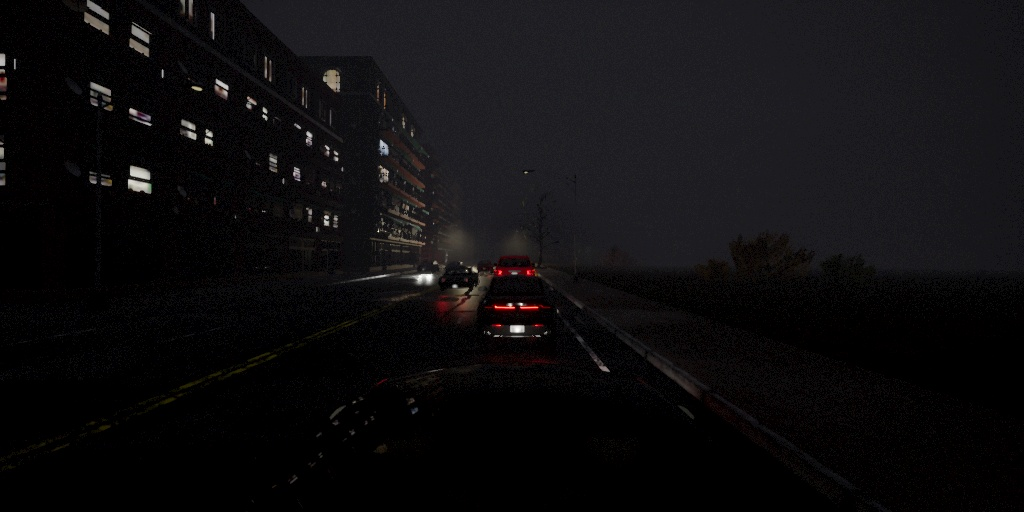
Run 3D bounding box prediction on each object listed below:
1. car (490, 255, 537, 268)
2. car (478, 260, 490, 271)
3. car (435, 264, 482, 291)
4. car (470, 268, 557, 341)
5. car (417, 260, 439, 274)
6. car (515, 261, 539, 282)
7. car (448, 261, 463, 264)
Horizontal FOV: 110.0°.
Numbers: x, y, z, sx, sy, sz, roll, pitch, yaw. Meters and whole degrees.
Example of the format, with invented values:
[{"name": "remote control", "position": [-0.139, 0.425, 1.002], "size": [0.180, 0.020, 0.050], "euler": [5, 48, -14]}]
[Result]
[{"name": "car", "position": [0.125, 0.975, 20.161], "size": [2.150, 2.045, 5.566], "euler": [0, 0, 0]}, {"name": "car", "position": [-3.095, 1.231, 42.700], "size": [1.882, 1.535, 5.008], "euler": [0, 0, 0]}, {"name": "car", "position": [-3.122, 1.354, 21.914], "size": [1.895, 1.301, 4.718], "euler": [0, 0, 0]}, {"name": "car", "position": [0.113, 1.256, 9.814], "size": [1.837, 1.490, 4.892], "euler": [0, 0, 0]}, {"name": "car", "position": [-9.795, 1.245, 42.185], "size": [2.128, 1.511, 4.902], "euler": [0, 0, 0]}, {"name": "car", "position": [1.177, 1.209, 30.568], "size": [1.801, 1.575, 5.366], "euler": [0, 0, 0]}, {"name": "car", "position": [-6.547, 1.300, 41.531], "size": [2.033, 1.411, 5.357], "euler": [0, 0, 0]}]
